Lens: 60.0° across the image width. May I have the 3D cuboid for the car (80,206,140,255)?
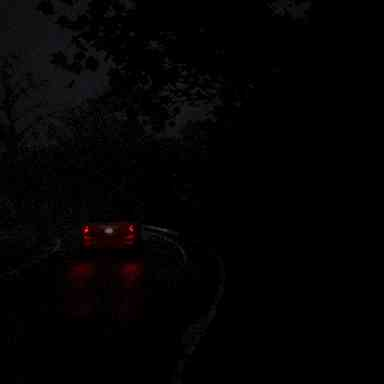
[{"bbox_3d":[-3.289,1.431,14.008,2.097,1.767,4.553,0,0,-8],"label":"car"}]
